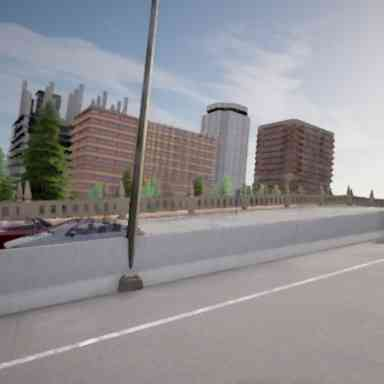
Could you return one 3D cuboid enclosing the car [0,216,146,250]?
[{"bbox_3d":[-3.443,1.514,10.129,4.181,1.385,1.994,-1,1,-35],"label":"car"}]

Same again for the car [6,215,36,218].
[{"bbox_3d":[-6.608,1.574,12.173,4.718,1.301,1.895,-1,1,-35],"label":"car"}]
